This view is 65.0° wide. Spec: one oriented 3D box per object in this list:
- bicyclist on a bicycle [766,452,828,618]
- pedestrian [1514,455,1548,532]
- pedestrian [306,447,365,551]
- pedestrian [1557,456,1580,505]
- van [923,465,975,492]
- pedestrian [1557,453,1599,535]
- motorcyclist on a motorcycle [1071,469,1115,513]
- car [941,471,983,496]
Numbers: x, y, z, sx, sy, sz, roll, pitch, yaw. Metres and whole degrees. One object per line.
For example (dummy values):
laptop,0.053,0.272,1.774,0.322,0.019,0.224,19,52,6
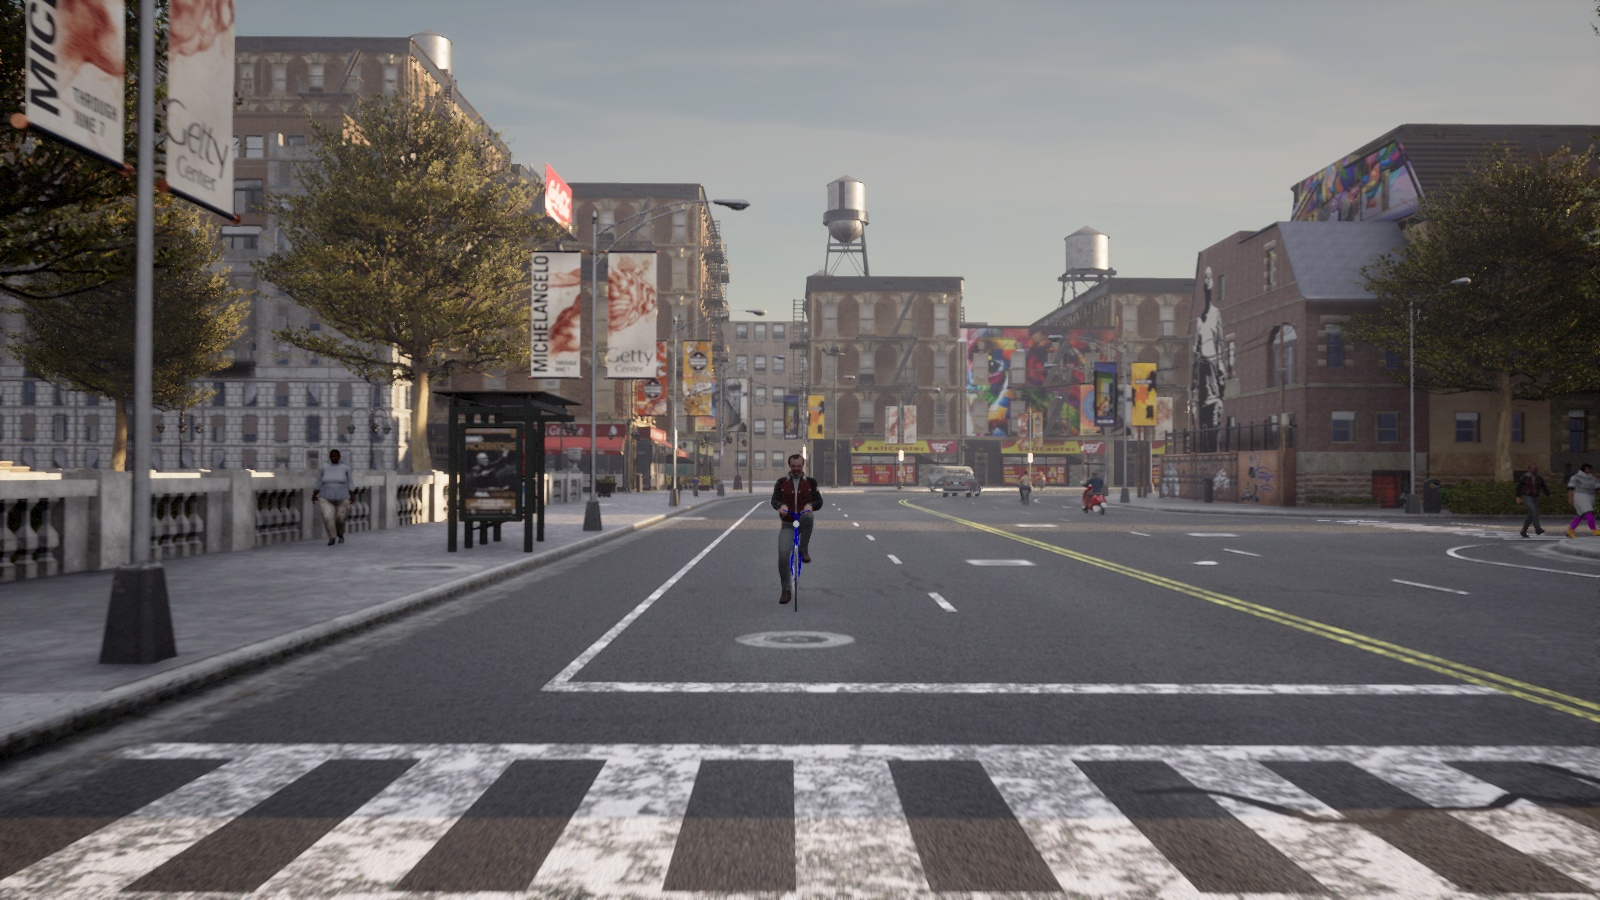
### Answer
bicyclist on a bicycle,-0.037,0.926,14.399,0.659,1.776,1.843,0,-1,0
pedestrian,17.753,1.054,30.515,0.376,1.854,0.720,0,-1,0
pedestrian,-8.484,0.890,22.977,0.874,1.855,0.900,0,-1,-11
pedestrian,28.731,1.142,46.932,0.614,1.847,0.353,0,-1,-8
van,11.143,2.091,93.637,1.775,1.987,4.442,-1,-1,39
pedestrian,18.959,1.049,30.361,0.659,1.952,0.873,0,-1,-19
motorcyclist on a motorcycle,10.791,1.500,46.281,0.866,1.590,1.817,1,-1,-12
car,10.052,2.052,77.589,1.789,1.549,3.705,-1,-1,20
